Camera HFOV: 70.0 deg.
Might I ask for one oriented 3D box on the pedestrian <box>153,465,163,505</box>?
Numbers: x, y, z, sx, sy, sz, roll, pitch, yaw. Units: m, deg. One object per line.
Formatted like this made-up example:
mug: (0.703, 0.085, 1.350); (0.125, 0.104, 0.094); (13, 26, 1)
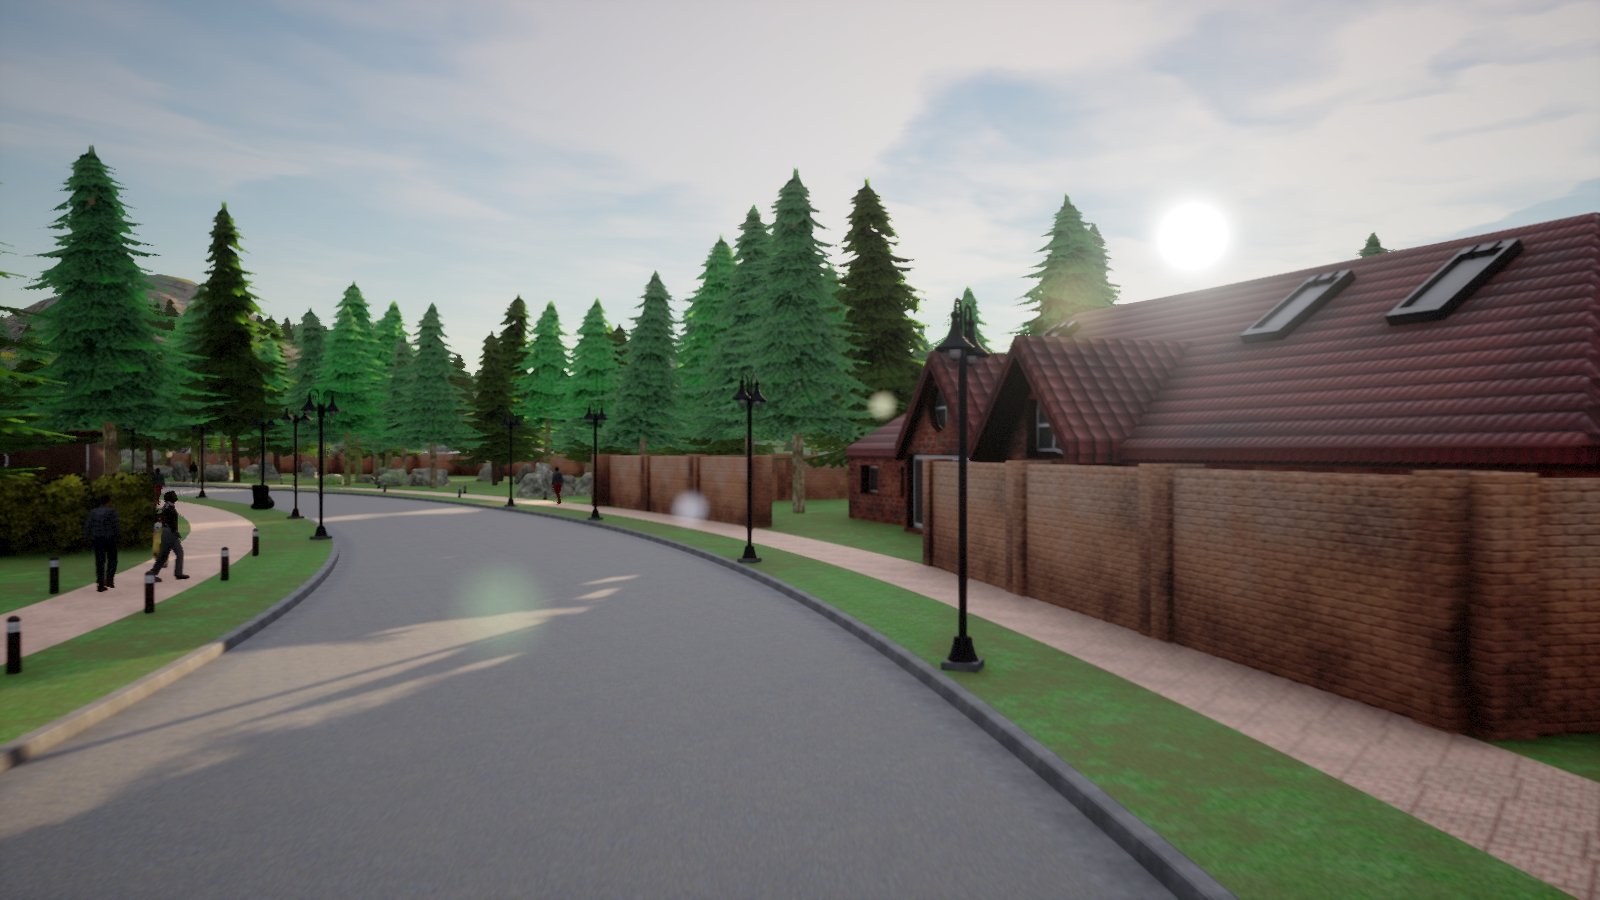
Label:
pedestrian: (-30.559, 1.665, 54.374); (0.375, 1.860, 0.375); (0, 0, -41)

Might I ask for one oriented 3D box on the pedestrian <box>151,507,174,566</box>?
pedestrian: (-14.416, 1.944, 25.839); (0.375, 1.300, 0.375); (0, 0, -17)

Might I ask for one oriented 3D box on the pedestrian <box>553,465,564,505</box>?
pedestrian: (-11.530, 1.668, 54.507); (0.375, 1.860, 0.375); (0, 0, -43)

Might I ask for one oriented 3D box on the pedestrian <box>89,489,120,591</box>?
pedestrian: (-12.876, 1.664, 21.166); (0.375, 1.860, 0.375); (0, 0, -9)

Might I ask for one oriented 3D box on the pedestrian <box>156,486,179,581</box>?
pedestrian: (-12.684, 1.664, 22.912); (0.375, 1.860, 0.375); (0, 0, -25)
